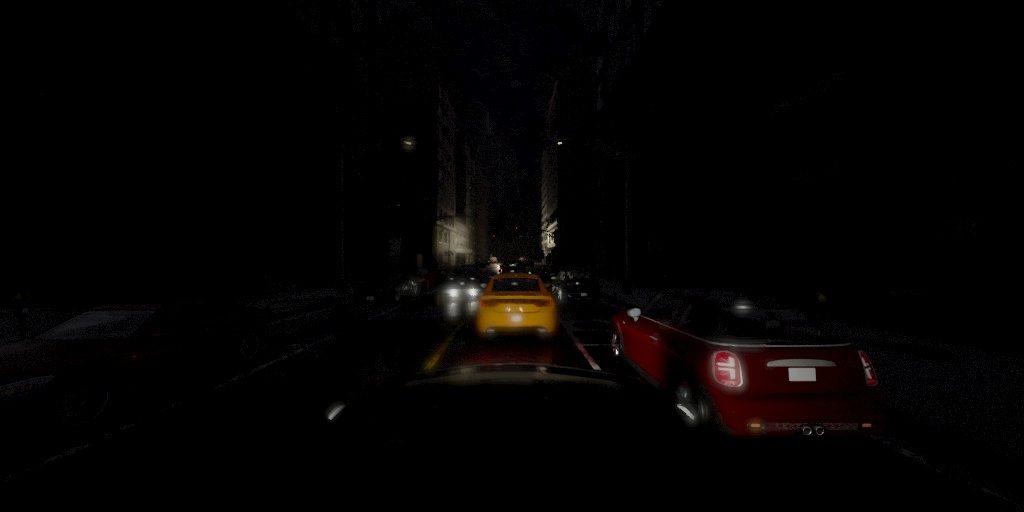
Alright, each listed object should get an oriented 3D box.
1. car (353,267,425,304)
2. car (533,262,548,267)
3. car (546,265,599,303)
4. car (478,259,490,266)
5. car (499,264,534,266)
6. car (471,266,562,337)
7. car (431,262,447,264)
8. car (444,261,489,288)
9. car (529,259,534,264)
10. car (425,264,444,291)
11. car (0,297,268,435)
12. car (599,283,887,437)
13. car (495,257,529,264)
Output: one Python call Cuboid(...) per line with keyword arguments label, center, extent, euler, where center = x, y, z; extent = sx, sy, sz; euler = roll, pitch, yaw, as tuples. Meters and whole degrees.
Cuboid(label="car", center=(-5.649, 1.316, 16.484), extent=(1.948, 1.339, 4.313), euler=(0, 0, 0))
Cuboid(label="car", center=(2.891, 1.318, 27.474), extent=(1.948, 1.339, 4.313), euler=(0, 0, 0))
Cuboid(label="car", center=(2.876, 1.301, 16.472), extent=(2.007, 1.370, 4.403), euler=(0, 0, 0))
Cuboid(label="car", center=(-5.549, 1.374, 64.588), extent=(1.802, 1.307, 4.207), euler=(0, 0, 0))
Cuboid(label="car", center=(0.124, 1.315, 19.344), extent=(1.994, 1.385, 4.181), euler=(0, 0, 0))
Cuboid(label="car", center=(0.109, 1.228, 10.356), extent=(1.882, 1.535, 5.008), euler=(0, 0, 0))
Cuboid(label="car", center=(-5.634, 1.193, 27.486), extent=(1.967, 1.591, 4.097), euler=(0, 0, 0))
Cuboid(label="car", center=(-3.006, 1.300, 24.425), extent=(2.033, 1.411, 5.357), euler=(0, 0, 1))
Cuboid(label="car", center=(2.976, 1.232, 64.563), extent=(1.967, 1.591, 4.097), euler=(0, 0, 0))
Cuboid(label="car", center=(-5.642, 1.334, 21.985), extent=(1.802, 1.307, 4.207), euler=(0, 0, 0))
Cuboid(label="car", center=(-5.664, 1.332, 5.481), extent=(1.802, 1.307, 4.207), euler=(0, 0, 0))
Cuboid(label="car", center=(2.861, 1.190, 5.469), extent=(1.967, 1.591, 4.097), euler=(0, 0, 0))
Cuboid(label="car", center=(0.065, 1.105, 28.076), extent=(2.097, 1.767, 4.553), euler=(0, 0, 1))
